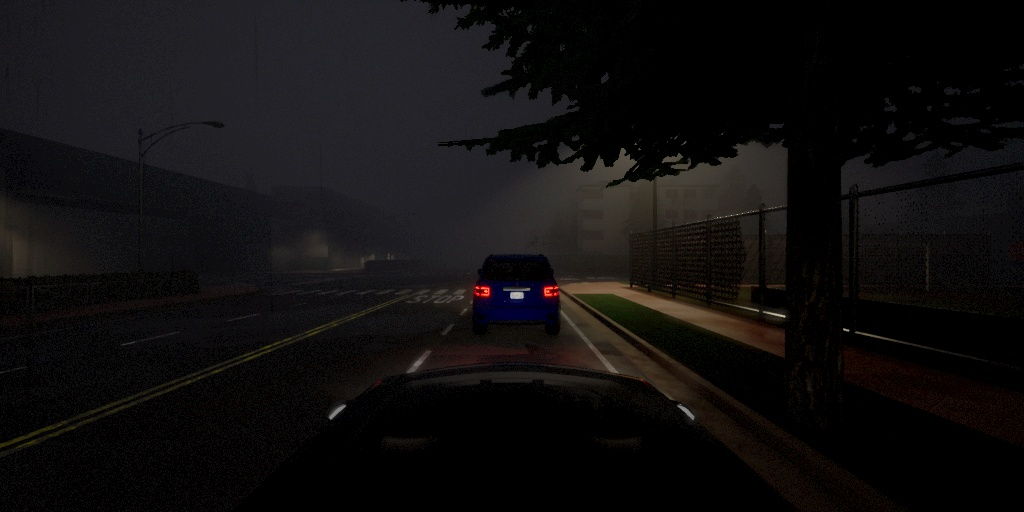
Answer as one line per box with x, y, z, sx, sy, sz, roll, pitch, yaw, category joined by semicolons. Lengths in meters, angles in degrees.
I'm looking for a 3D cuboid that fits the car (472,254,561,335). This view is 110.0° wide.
0.115;0.972;10.673;2.150;2.045;5.566;0;0;0;car

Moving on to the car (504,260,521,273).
0.025;1.242;45.548;2.128;1.511;4.902;0;0;0;car
